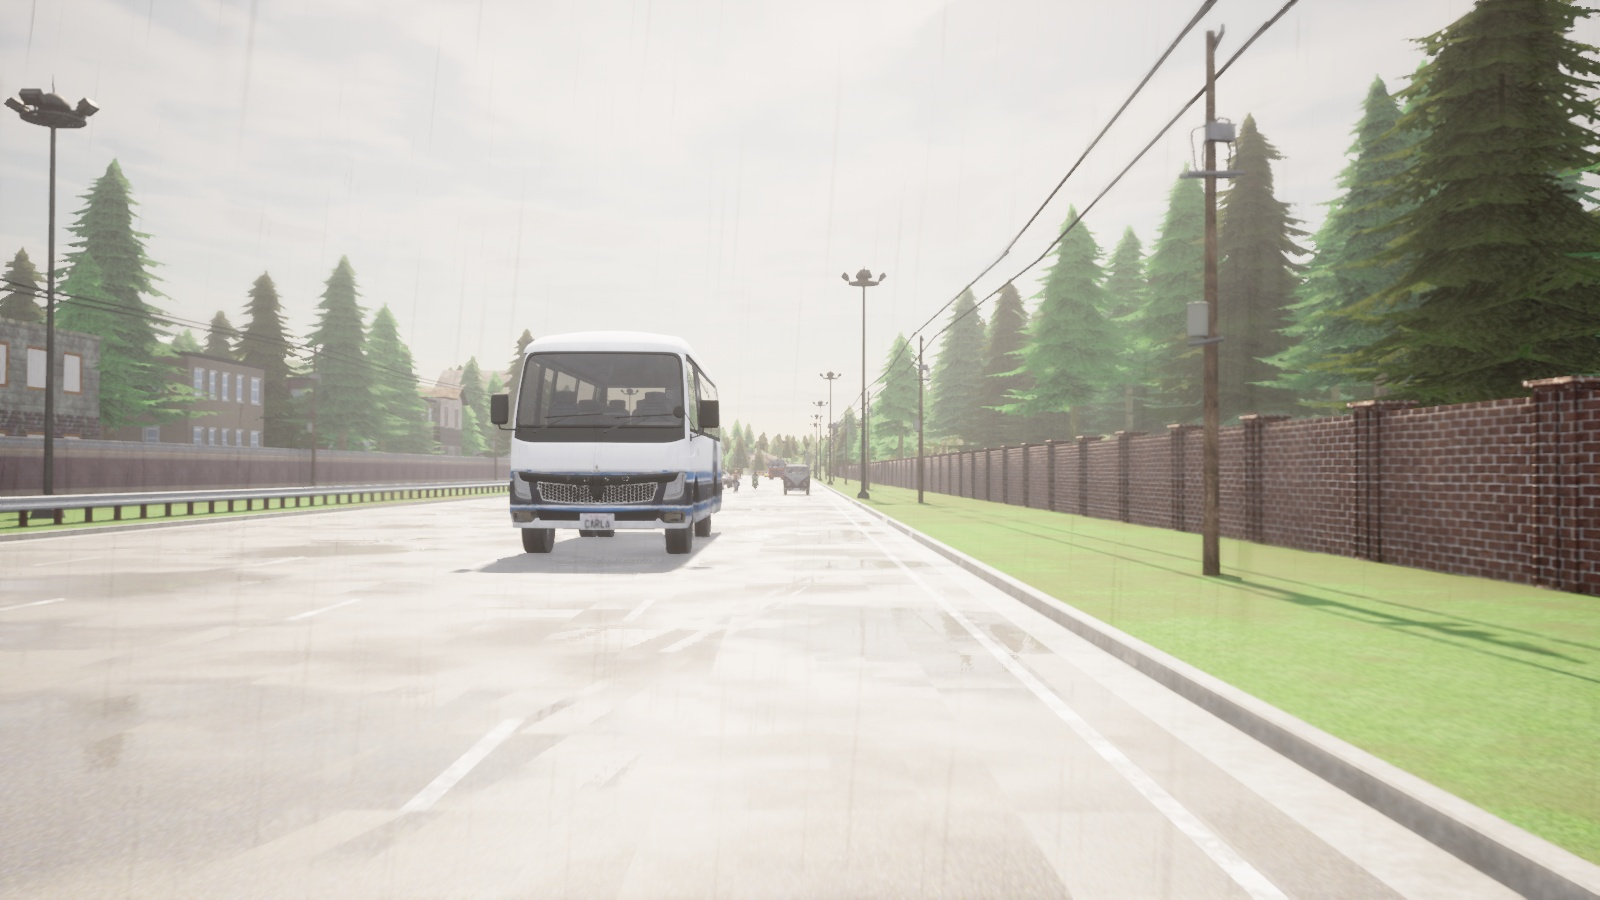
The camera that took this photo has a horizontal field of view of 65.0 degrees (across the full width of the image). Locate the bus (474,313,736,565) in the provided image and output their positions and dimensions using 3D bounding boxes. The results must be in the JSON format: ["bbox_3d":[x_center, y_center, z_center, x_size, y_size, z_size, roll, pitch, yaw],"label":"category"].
[{"bbox_3d":[-3.569,-0.104,26.471,3.944,4.253,10.273,0,-1,0],"label":"bus"}]

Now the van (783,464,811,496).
[{"bbox_3d":[-0.198,1.938,81.859,1.775,1.987,4.442,0,-1,0],"label":"van"}]
